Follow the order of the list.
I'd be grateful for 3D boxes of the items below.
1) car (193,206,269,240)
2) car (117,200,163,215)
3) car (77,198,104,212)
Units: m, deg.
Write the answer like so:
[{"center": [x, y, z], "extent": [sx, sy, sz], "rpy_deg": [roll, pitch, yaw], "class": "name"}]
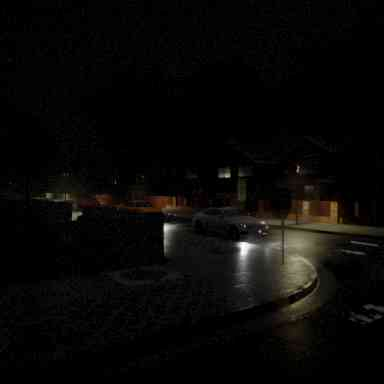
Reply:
[{"center": [1.778, 1.471, 16.833], "extent": [1.812, 1.442, 4.674], "rpy_deg": [0, 0, -33], "class": "car"}, {"center": [-4.007, 1.377, 25.194], "extent": [1.882, 1.535, 5.008], "rpy_deg": [0, 0, -35], "class": "car"}, {"center": [-10.652, 1.371, 34.643], "extent": [1.812, 1.442, 4.674], "rpy_deg": [0, 0, -34], "class": "car"}]
